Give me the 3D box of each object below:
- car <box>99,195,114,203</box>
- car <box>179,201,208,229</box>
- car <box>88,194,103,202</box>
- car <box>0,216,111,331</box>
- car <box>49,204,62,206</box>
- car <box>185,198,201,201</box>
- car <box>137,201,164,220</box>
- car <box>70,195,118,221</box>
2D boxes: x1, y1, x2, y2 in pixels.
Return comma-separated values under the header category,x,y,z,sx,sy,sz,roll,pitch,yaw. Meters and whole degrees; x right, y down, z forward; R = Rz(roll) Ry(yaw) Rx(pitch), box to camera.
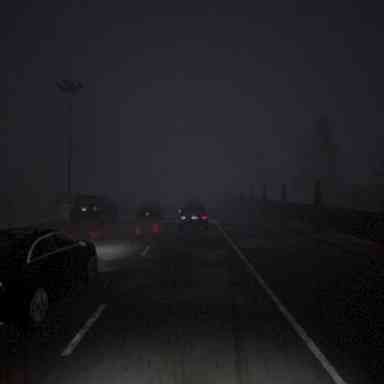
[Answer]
category,x,y,z,sx,sy,sz,roll,pitch,yaw
car,-17.603,1.447,68.899,1.882,1.535,5.008,0,0,-1
car,0.098,1.538,21.755,2.033,1.411,5.357,0,0,0
car,-21.227,1.321,73.225,2.097,1.767,4.553,0,0,-2
car,-3.401,1.488,6.827,2.128,1.511,4.902,0,0,0
car,-14.097,1.203,36.861,2.150,2.045,5.566,0,0,0
car,0.095,1.459,42.825,1.882,1.535,5.008,0,0,0
car,-3.403,1.513,27.736,1.812,1.442,4.674,0,0,0
car,-6.903,1.211,23.931,2.150,2.045,5.566,0,0,0
